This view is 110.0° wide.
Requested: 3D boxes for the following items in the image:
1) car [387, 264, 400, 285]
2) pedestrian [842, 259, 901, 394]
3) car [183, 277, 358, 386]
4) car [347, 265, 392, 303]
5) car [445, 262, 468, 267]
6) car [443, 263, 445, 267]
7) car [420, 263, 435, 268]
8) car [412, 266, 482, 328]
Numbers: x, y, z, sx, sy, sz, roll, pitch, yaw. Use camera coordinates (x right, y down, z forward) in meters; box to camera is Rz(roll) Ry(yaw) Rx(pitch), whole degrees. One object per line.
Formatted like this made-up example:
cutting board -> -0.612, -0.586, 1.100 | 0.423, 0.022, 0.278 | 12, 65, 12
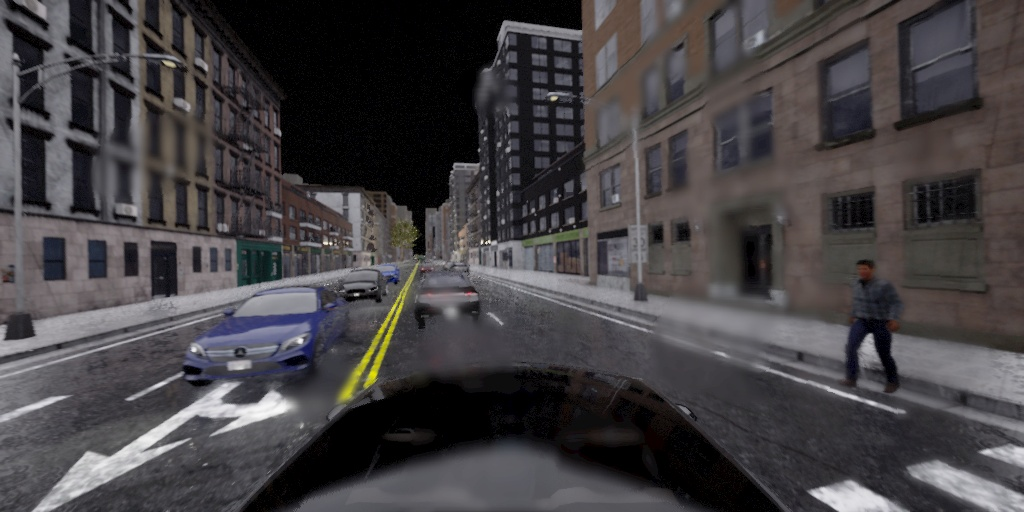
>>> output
car -> -9.969, 1.442, 28.526 | 1.882, 1.535, 5.008 | -1, 0, -14
pedestrian -> 4.832, 0.919, 4.854 | 0.375, 1.860, 0.375 | -1, -1, -14
car -> -4.664, 1.379, 7.578 | 1.812, 1.442, 4.674 | -1, 0, -15
car -> -7.211, 1.413, 17.606 | 1.837, 1.490, 4.892 | -1, 0, -14
car -> -5.664, 1.342, 38.483 | 2.128, 1.511, 4.902 | -1, 0, -14
car -> -8.544, 1.466, 49.749 | 1.994, 1.385, 4.181 | -1, 0, -14
car -> -10.312, 1.553, 43.854 | 1.895, 1.301, 4.718 | -1, 0, -14
car -> -2.189, 1.283, 11.818 | 2.128, 1.511, 4.902 | -1, 0, -14
